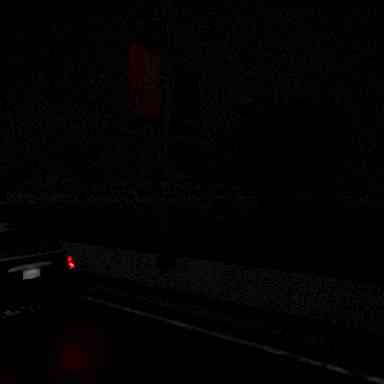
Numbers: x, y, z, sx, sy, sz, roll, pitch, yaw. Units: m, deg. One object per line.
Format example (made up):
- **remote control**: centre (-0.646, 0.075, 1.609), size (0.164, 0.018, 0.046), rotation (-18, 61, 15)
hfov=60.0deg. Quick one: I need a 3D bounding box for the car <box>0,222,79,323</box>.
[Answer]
- **car**: centre (-4.381, 1.394, 6.765), size (4.553, 1.767, 2.097), rotation (-1, 0, 36)
